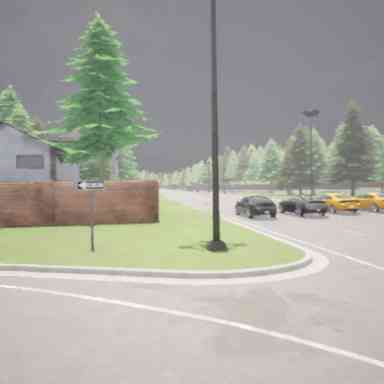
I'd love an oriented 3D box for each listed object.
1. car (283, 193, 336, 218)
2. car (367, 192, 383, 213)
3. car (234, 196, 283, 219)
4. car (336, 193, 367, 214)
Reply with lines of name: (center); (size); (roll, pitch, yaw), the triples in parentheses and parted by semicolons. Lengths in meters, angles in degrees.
car: (7.883, 0.947, 24.131); (2.128, 1.511, 4.902); (-1, 1, -9)
car: (14.529, 0.787, 26.867); (1.882, 1.535, 5.008); (-1, 1, -9)
car: (4.411, 1.020, 23.671); (1.837, 1.490, 4.892); (-1, 1, -9)
car: (11.075, 0.848, 26.309); (1.882, 1.535, 5.008); (-1, 1, -9)
